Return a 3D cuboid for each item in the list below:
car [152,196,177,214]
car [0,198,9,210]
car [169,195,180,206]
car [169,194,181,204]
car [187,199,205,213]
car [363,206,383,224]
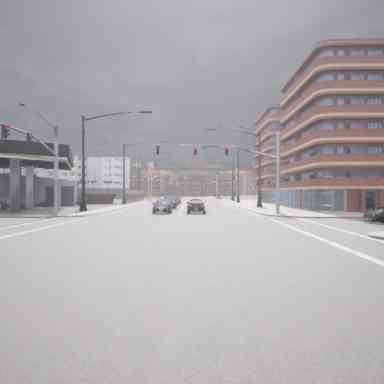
[{"bbox_3d":[-3.076,1.491,35.209,2.128,1.511,4.902,0,0,0],"label":"car"},{"bbox_3d":[-23.943,1.456,39.401,3.806,1.475,1.970,0,0,1],"label":"car"},{"bbox_3d":[-3.133,1.352,44.927,2.097,1.767,4.553,0,0,0],"label":"car"},{"bbox_3d":[-3.208,1.352,65.098,2.097,1.767,4.553,0,0,0],"label":"car"},{"bbox_3d":[0.483,1.525,36.260,1.812,1.442,4.674,0,0,1],"label":"car"},{"bbox_3d":[14.723,1.352,23.658,4.553,1.767,2.097,0,0,1],"label":"car"}]
